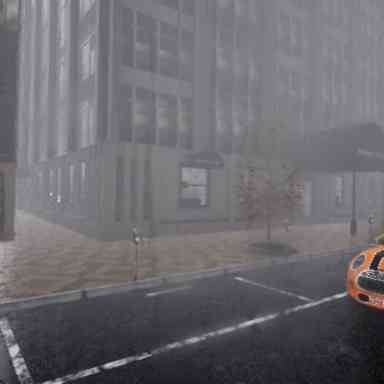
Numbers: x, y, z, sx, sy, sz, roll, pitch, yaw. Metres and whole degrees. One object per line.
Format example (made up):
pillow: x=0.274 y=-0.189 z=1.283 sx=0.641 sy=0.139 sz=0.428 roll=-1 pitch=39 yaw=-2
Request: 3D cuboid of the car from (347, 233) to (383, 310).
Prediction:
car: x=5.378 y=1.450 z=7.214 sx=4.553 sy=1.767 sz=2.097 roll=1 pitch=0 yaw=-35

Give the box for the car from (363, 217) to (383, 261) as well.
car: x=8.685 y=1.692 z=12.744 sx=4.829 sy=1.417 sz=1.752 roll=1 pitch=0 yaw=-35
